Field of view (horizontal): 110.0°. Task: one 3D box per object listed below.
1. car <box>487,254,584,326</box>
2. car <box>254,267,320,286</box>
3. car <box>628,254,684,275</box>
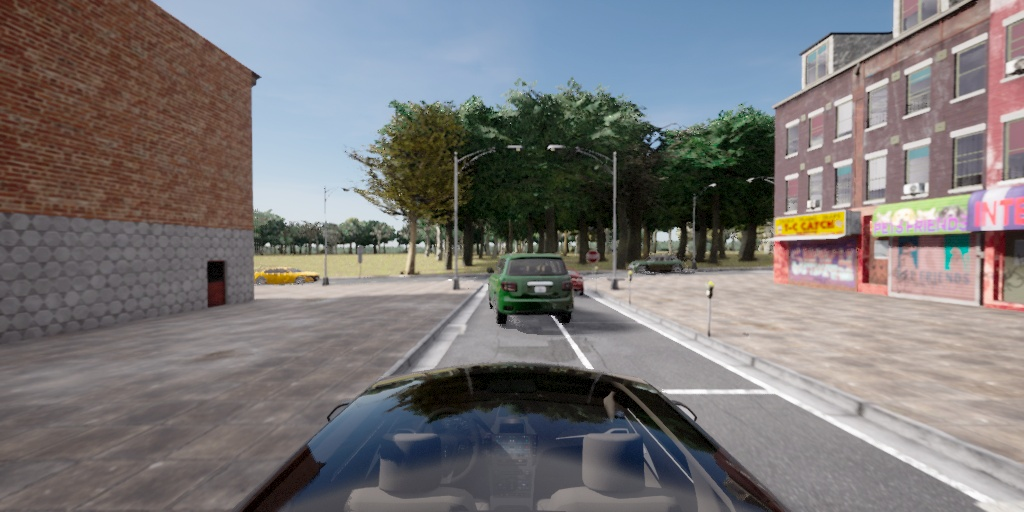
[{"bbox_3d":[0.413,0.959,11.884,2.150,2.045,5.566,0,0,-7],"label":"car"},{"bbox_3d":[-18.464,1.636,29.368,5.008,1.535,1.882,-1,1,0],"label":"car"},{"bbox_3d":[12.869,0.716,32.297,4.553,1.767,2.097,-1,1,0],"label":"car"}]
